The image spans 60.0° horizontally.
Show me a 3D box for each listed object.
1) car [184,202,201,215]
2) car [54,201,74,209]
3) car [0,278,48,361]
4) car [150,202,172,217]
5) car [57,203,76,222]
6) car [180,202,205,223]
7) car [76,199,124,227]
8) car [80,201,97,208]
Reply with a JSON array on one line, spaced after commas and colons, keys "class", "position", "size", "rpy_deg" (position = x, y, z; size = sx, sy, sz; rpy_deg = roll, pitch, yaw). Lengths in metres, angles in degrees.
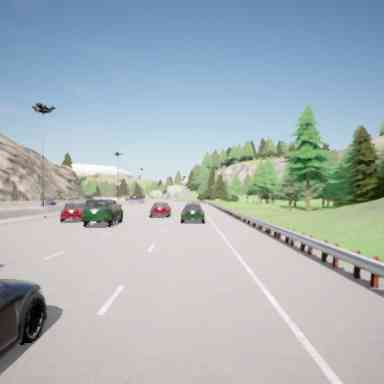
[{"class": "car", "position": [0.060, 2.067, 42.475], "size": [2.128, 1.511, 4.902], "rpy_deg": [0, -1, 0]}, {"class": "car", "position": [-24.538, 2.458, 63.965], "size": [1.895, 1.301, 4.718], "rpy_deg": [0, -1, 0]}, {"class": "car", "position": [-3.402, 1.619, 3.893], "size": [1.994, 1.385, 4.181], "rpy_deg": [0, -1, 0]}, {"class": "car", "position": [-3.424, 1.857, 37.283], "size": [2.097, 1.767, 4.553], "rpy_deg": [0, -1, 0]}, {"class": "car", "position": [-10.418, 1.768, 30.808], "size": [2.097, 1.767, 4.553], "rpy_deg": [0, -1, 0]}, {"class": "car", "position": [0.074, 1.753, 29.548], "size": [2.097, 1.767, 4.553], "rpy_deg": [0, -1, 0]}, {"class": "car", "position": [-6.917, 1.576, 26.223], "size": [2.150, 2.045, 5.566], "rpy_deg": [0, -1, 0]}, {"class": "car", "position": [-21.040, 2.466, 67.735], "size": [1.994, 1.385, 4.181], "rpy_deg": [0, -1, 0]}]
